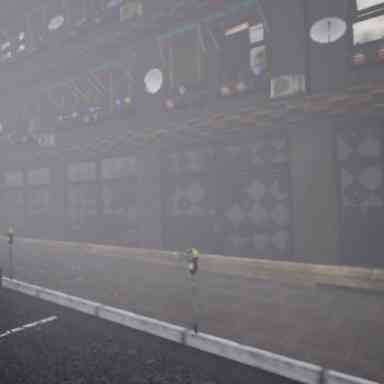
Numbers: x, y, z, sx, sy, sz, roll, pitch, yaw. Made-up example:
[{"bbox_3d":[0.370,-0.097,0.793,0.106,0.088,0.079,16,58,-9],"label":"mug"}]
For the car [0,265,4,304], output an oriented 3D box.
[{"bbox_3d":[-5.564,1.627,6.733,4.507,1.381,1.887,-1,-2,36],"label":"car"}]
